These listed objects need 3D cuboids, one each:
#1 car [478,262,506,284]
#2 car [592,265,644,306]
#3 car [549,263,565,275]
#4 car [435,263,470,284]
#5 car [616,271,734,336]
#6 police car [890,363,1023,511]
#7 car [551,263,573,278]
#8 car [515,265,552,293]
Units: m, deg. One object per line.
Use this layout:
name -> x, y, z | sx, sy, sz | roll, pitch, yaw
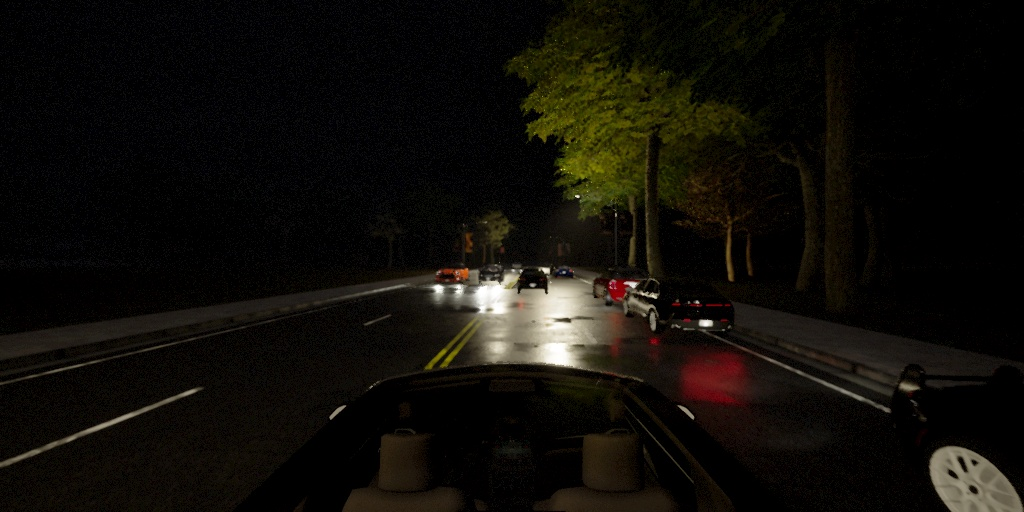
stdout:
car -> -1.662, 1.508, 30.091 | 2.128, 1.511, 4.902 | 0, -1, 4
car -> 5.100, 1.271, 16.843 | 2.097, 1.767, 4.553 | 0, -1, 4
car -> 6.185, 1.766, 49.814 | 1.837, 1.490, 4.892 | 0, -1, 4
car -> -4.916, 1.353, 30.126 | 2.097, 1.767, 4.553 | 0, -1, 4
car -> 4.727, 1.365, 10.884 | 1.837, 1.490, 4.892 | 0, -1, 4
police car -> 4.112, 1.189, 1.013 | 1.930, 1.638, 5.238 | 0, -1, 4
car -> 5.616, 1.715, 39.834 | 1.994, 1.385, 4.181 | 0, -1, 3
car -> 1.301, 1.481, 22.411 | 1.812, 1.442, 4.674 | 0, -1, 3
